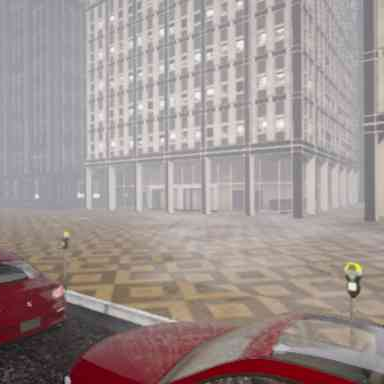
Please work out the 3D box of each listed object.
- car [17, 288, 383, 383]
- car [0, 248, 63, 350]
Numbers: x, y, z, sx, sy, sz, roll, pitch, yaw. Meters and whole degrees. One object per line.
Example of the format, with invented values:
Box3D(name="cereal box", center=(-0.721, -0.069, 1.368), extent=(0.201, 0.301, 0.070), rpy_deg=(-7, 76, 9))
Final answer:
Box3D(name="car", center=(0.773, 1.584, 2.323), extent=(4.206, 1.307, 1.802), rpy_deg=(0, 0, 36))
Box3D(name="car", center=(-3.811, 1.605, 5.595), extent=(4.206, 1.307, 1.802), rpy_deg=(0, 0, 36))
